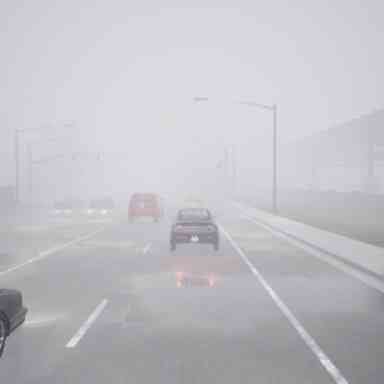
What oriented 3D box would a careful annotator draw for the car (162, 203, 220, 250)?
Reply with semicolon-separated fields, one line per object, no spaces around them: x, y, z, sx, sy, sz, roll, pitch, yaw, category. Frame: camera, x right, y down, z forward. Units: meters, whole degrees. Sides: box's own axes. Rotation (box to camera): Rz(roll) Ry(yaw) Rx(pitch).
0.096;1.425;13.991;2.128;1.511;4.902;0;0;0;car

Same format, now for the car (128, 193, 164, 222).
-3.406;1.059;25.225;2.150;2.045;5.566;0;1;0;car

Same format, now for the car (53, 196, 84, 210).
-14.032;1.214;38.286;2.033;1.411;5.357;0;1;0;car

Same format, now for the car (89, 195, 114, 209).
-10.526;1.133;38.923;1.882;1.535;5.008;0;1;0;car

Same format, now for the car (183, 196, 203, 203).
0.094;1.201;32.727;1.801;1.575;5.366;0;1;0;car

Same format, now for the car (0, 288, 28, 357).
-3.401;1.536;2.555;2.033;1.411;5.357;0;0;0;car
